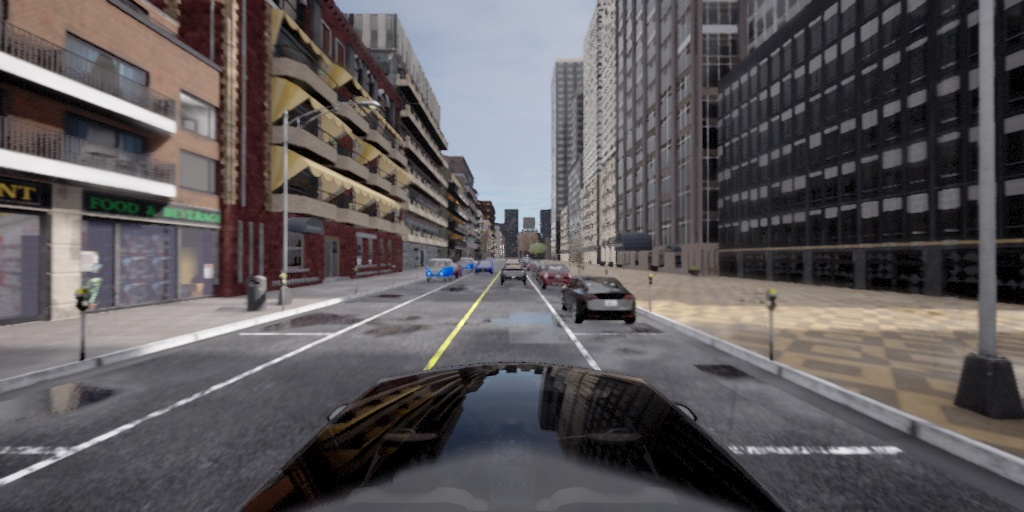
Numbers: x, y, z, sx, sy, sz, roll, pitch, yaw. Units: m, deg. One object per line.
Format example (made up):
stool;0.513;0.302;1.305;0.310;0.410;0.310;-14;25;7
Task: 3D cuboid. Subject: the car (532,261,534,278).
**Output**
car;2.699;1.312;28.413;2.007;1.370;4.403;0;0;0

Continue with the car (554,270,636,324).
car;2.694;1.318;11.845;1.948;1.339;4.313;0;0;0

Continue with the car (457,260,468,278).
car;-5.681;1.310;33.939;1.888;1.381;4.507;0;0;0

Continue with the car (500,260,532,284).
car;0.107;1.252;26.908;2.128;1.511;4.902;0;0;0

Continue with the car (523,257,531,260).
car;2.703;1.214;44.981;1.967;1.591;4.097;0;0;0

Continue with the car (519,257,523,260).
car;0.113;1.253;46.392;1.882;1.535;5.008;0;0;0

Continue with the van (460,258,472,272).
van;-5.678;1.115;44.984;1.690;1.789;3.998;0;0;0

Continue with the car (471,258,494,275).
car;-3.017;1.247;39.921;1.882;1.535;5.008;0;0;1

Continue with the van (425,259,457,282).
van;-5.682;1.103;28.417;1.690;1.789;3.998;0;0;0

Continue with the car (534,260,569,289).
car;2.697;1.198;22.890;1.967;1.591;4.097;0;0;0
